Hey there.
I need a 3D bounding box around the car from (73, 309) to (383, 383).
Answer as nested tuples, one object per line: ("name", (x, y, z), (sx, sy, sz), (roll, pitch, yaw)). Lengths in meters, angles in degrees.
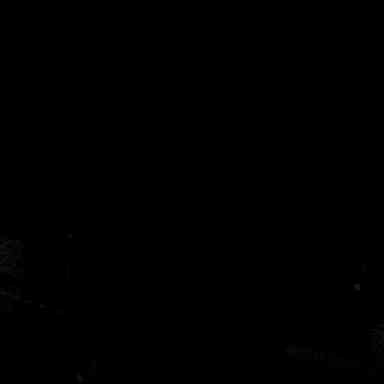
("car", (0.867, 1.586, 2.345), (4.206, 1.307, 1.802), (0, 0, 35))
